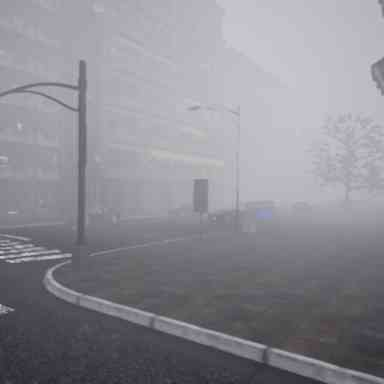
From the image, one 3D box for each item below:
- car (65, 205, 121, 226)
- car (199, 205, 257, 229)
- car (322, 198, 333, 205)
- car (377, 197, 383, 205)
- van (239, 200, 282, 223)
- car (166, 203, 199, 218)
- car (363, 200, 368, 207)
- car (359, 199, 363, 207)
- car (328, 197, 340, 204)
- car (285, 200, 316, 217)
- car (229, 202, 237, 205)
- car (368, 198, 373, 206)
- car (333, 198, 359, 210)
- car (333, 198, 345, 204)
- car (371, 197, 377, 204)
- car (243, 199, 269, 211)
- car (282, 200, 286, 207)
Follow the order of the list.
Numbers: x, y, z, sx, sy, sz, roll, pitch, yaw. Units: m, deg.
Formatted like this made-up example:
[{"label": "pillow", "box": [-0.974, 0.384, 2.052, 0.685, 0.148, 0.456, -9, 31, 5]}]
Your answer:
[{"label": "car", "box": [-7.281, 1.700, 24.805, 2.008, 1.369, 4.403, 0, 0, 36]}, {"label": "car", "box": [2.744, 1.869, 24.295, 1.947, 1.339, 4.313, 0, 0, 36]}, {"label": "car", "box": [32.038, 2.246, 78.312, 1.947, 1.339, 4.313, 0, 0, 36]}, {"label": "car", "box": [45.342, 2.188, 82.262, 2.192, 1.841, 5.009, 0, 0, 36]}, {"label": "van", "box": [6.022, 1.690, 28.755, 1.690, 1.788, 3.998, 0, 0, 36]}, {"label": "car", "box": [-0.727, 1.785, 33.722, 1.887, 1.381, 4.507, 0, 0, 36]}, {"label": "car", "box": [32.234, 2.143, 64.426, 1.967, 1.590, 4.097, 0, 0, 36]}, {"label": "car", "box": [28.956, 2.241, 59.966, 1.802, 1.307, 4.206, 0, 0, 36]}, {"label": "car", "box": [35.316, 2.162, 82.771, 1.967, 1.590, 4.097, 0, 0, 36]}, {"label": "car", "box": [12.575, 1.879, 37.673, 1.967, 1.590, 4.097, 0, 0, 36]}, {"label": "car", "box": [5.826, 1.912, 42.641, 1.802, 1.307, 4.206, 0, 0, 36]}, {"label": "car", "box": [35.510, 2.290, 68.884, 1.887, 1.381, 4.507, 0, 0, 36]}, {"label": "car", "box": [25.682, 1.931, 55.509, 2.192, 1.841, 5.009, 0, 0, 36]}, {"label": "car", "box": [38.491, 2.289, 87.092, 1.752, 1.417, 4.829, 0, 0, 36]}, {"label": "car", "box": [38.786, 2.339, 73.344, 2.008, 1.369, 4.403, 0, 0, 36]}, {"label": "car", "box": [9.103, 1.815, 47.100, 1.967, 1.590, 4.097, 0, 0, 36]}, {"label": "car", "box": [15.655, 2.045, 56.017, 1.802, 1.307, 4.206, 0, 0, 36]}]
